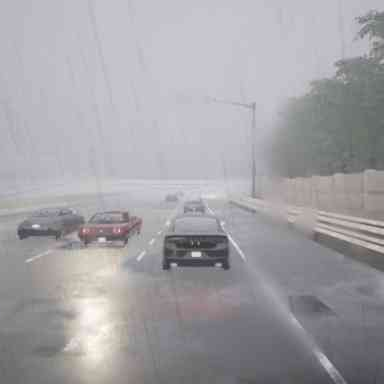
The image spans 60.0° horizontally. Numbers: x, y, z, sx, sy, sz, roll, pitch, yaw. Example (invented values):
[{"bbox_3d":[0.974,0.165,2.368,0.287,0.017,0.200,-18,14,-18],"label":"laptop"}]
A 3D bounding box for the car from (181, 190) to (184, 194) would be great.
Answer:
[{"bbox_3d":[-2.999,0.314,83.389,2.097,1.767,4.553,0,1,0],"label":"car"}]

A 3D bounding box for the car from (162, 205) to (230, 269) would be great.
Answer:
[{"bbox_3d":[0.116,1.425,10.990,1.882,1.535,5.008,0,0,0],"label":"car"}]

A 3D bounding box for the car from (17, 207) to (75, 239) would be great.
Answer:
[{"bbox_3d":[-6.867,1.453,16.652,1.994,1.385,4.181,0,1,0],"label":"car"}]

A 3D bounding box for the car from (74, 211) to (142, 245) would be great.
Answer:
[{"bbox_3d":[-3.475,1.510,15.102,1.895,1.301,4.718,0,1,0],"label":"car"}]

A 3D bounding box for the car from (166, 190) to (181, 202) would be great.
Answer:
[{"bbox_3d":[-3.204,0.848,54.001,1.882,1.535,5.008,0,1,1],"label":"car"}]

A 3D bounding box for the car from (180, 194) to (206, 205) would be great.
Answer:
[{"bbox_3d":[0.200,1.194,30.220,2.128,1.511,4.902,0,1,0],"label":"car"}]
